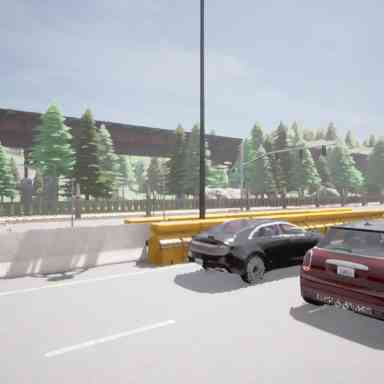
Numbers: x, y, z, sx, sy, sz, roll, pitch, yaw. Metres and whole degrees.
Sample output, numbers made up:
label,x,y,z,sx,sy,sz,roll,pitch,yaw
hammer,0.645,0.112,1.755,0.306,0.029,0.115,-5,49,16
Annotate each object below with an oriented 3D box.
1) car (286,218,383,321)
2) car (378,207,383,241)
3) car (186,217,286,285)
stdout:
label,x,y,z,sx,sy,sz,roll,pitch,yaw
car,4.310,1.352,6.825,4.553,1.767,2.097,0,0,-36
car,11.309,1.491,16.119,4.902,1.511,2.128,0,0,-36
car,2.140,1.492,9.574,4.902,1.511,2.128,0,0,-36
